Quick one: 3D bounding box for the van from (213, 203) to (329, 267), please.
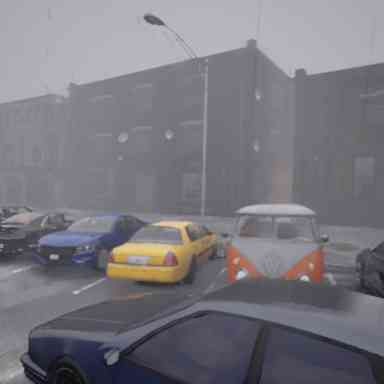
[{"bbox_3d":[1.899,1.253,7.611,1.878,1.987,4.442,1,-1,15],"label":"van"}]

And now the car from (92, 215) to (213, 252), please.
[{"bbox_3d":[-0.492,1.478,9.645,1.946,1.575,5.366,0,-1,15],"label":"car"}]

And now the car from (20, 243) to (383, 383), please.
[{"bbox_3d":[0.722,1.547,2.855,5.357,1.411,2.033,0,0,35],"label":"car"}]

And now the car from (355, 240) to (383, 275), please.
[{"bbox_3d":[4.383,1.512,6.004,2.163,1.488,4.792,0,-1,15],"label":"car"}]

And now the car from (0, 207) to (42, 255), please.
[{"bbox_3d":[-5.481,1.476,12.917,2.231,1.521,4.892,0,-1,15],"label":"car"}]

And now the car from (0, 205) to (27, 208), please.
[{"bbox_3d":[-7.971,1.347,14.624,2.185,1.767,4.553,0,-1,14],"label":"car"}]

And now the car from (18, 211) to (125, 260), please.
[{"bbox_3d":[-2.993,1.477,11.207,2.097,1.535,5.008,1,-1,15],"label":"car"}]
